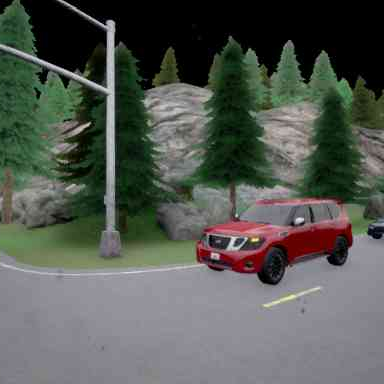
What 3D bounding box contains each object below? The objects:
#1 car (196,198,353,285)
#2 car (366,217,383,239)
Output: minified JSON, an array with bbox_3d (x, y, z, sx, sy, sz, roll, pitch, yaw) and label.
[{"bbox_3d":[2.696,1.225,9.937,5.566,2.045,2.150,0,0,-40],"label":"car"},{"bbox_3d":[10.654,1.559,16.426,5.357,1.411,2.033,0,0,-39],"label":"car"}]
